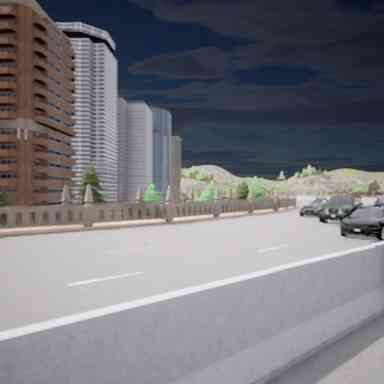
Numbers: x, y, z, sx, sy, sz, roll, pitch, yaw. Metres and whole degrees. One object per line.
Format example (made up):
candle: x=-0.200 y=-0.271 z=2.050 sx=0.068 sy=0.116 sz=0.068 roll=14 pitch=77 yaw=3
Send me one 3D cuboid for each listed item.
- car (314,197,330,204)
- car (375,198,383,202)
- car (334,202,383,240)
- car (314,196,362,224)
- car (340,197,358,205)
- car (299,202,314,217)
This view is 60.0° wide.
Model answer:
car: x=26.968 y=1.677 z=69.220 sx=2.033 sy=1.411 sz=5.357 roll=0 pitch=0 yaw=11
car: x=30.040 y=1.659 z=52.204 sx=1.812 sy=1.442 sz=4.674 roll=0 pitch=0 yaw=19
car: x=9.439 y=1.525 z=17.483 sx=1.882 sy=1.535 sz=5.008 roll=0 pitch=0 yaw=42
car: x=11.406 y=1.293 z=25.053 sx=2.150 sy=2.045 sz=5.566 roll=0 pitch=0 yaw=38
car: x=29.225 y=1.689 z=62.094 sx=2.033 sy=1.411 sz=5.357 roll=0 pitch=0 yaw=14
car: x=11.545 y=1.658 z=31.125 sx=1.994 sy=1.385 sz=4.181 roll=0 pitch=0 yaw=35
